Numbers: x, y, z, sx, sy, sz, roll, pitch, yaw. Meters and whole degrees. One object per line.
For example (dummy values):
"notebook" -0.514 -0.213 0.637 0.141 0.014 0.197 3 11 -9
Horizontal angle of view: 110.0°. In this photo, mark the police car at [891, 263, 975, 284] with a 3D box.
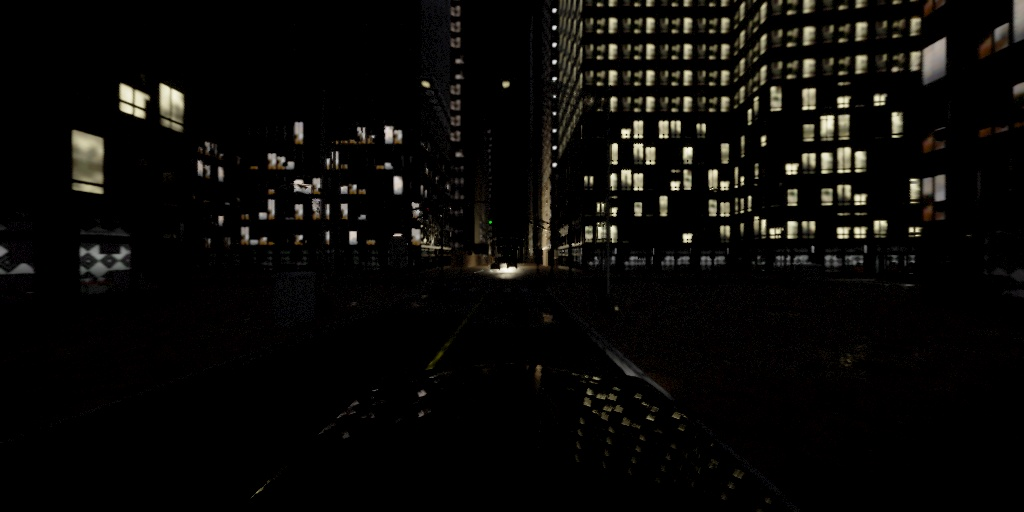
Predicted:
"police car" 33.717 1.337 28.739 5.238 1.638 1.930 0 0 7
